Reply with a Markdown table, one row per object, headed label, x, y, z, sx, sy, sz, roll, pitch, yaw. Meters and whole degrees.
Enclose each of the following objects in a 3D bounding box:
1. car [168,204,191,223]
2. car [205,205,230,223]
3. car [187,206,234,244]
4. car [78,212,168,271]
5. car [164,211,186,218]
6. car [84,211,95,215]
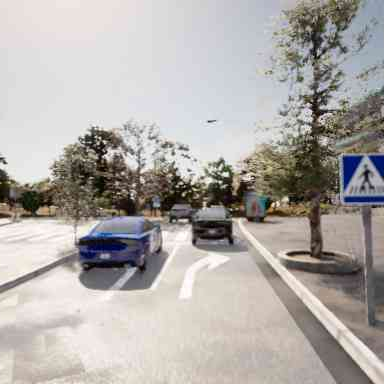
| label | x | y | z | sx | sy | sz | roll | pitch | yaw |
| --- | --- | --- | --- | --- | --- | --- | --- | --- | --- |
| car | -0.765 | 1.812 | 28.512 | 2.128 | 1.511 | 4.902 | -1 | -2 | 6 |
| car | 2.238 | 1.878 | 28.874 | 1.994 | 1.385 | 4.181 | -1 | -3 | 6 |
| car | 1.012 | 1.568 | 16.470 | 1.882 | 1.535 | 5.008 | 0 | -1 | 4 |
| car | -2.184 | 1.557 | 11.308 | 1.882 | 1.535 | 5.008 | 0 | 0 | 3 |
| car | -3.648 | 4.778 | 71.610 | 4.181 | 1.385 | 1.994 | -1 | -4 | 22 |
| car | -20.308 | 4.753 | 70.082 | 4.674 | 1.442 | 1.812 | 3 | -5 | -36 |
